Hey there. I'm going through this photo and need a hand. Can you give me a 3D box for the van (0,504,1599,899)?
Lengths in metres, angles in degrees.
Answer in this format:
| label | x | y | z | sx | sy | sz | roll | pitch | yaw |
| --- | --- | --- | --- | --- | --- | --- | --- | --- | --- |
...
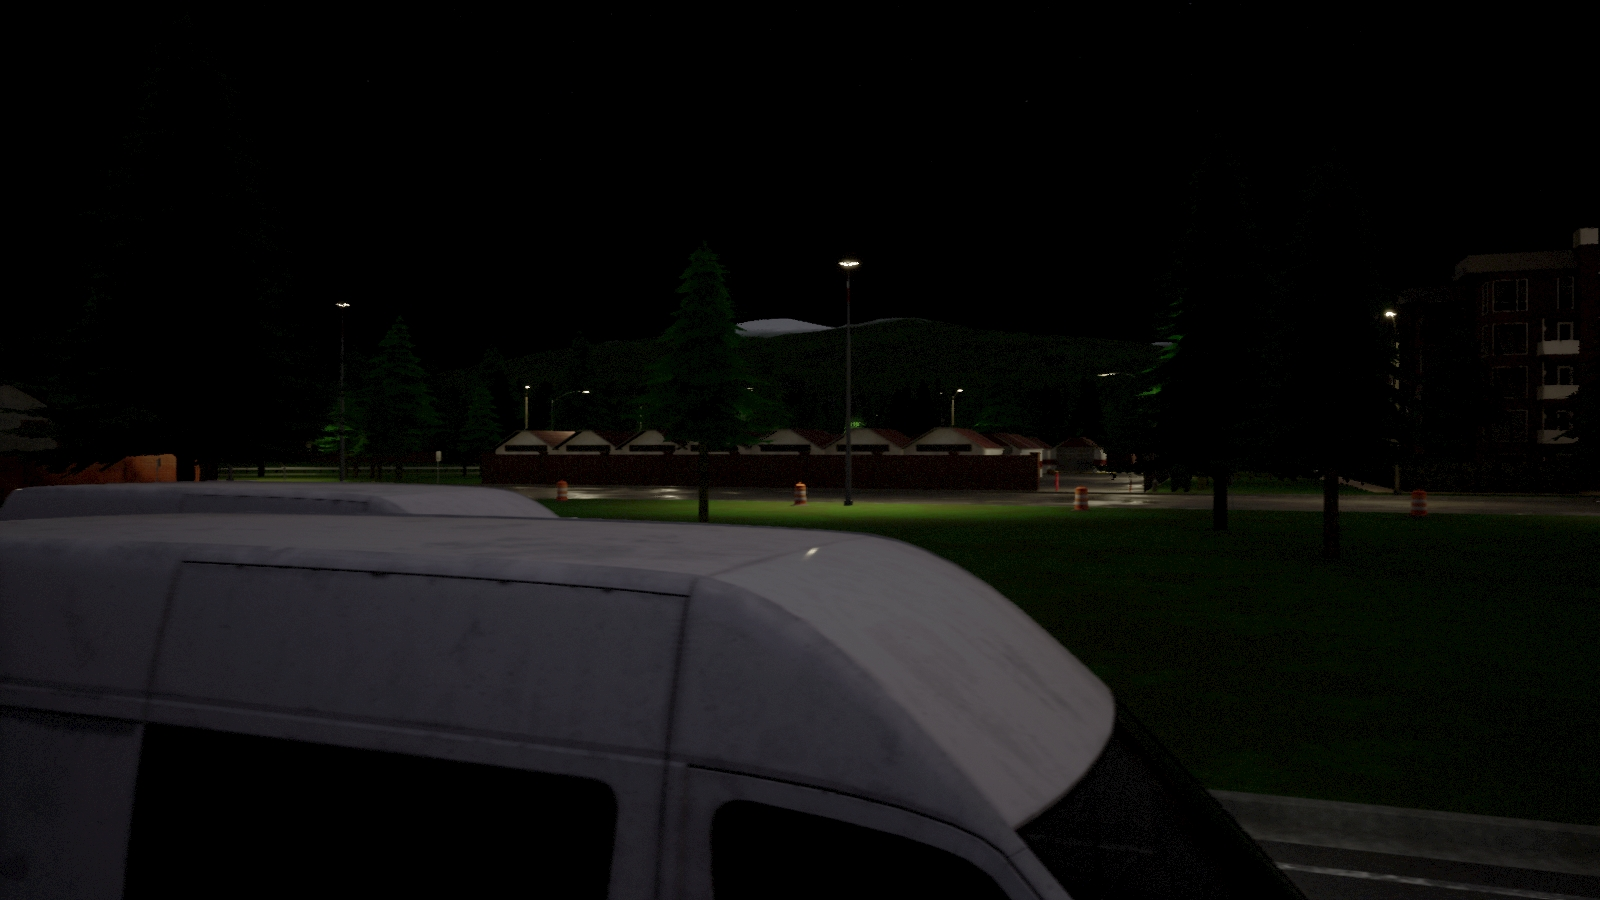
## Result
| label | x | y | z | sx | sy | sz | roll | pitch | yaw |
| --- | --- | --- | --- | --- | --- | --- | --- | --- | --- |
| van | -0.493 | 1.535 | 3.483 | 5.915 | 2.561 | 1.988 | 0 | 0 | 20 |
